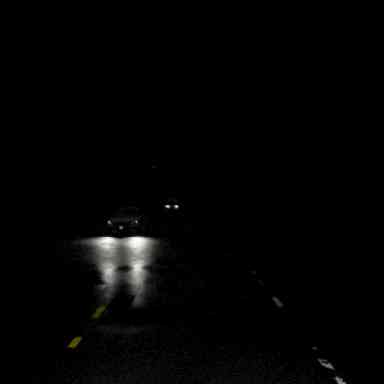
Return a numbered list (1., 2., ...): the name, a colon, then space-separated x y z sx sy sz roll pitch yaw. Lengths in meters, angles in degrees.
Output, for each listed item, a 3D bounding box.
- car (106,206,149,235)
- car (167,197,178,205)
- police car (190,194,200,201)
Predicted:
1. car: -3.599 1.544 19.226 1.812 1.442 4.674 0 0 0
2. car: -3.547 1.611 60.487 1.882 1.535 5.008 0 0 1
3. police car: 1.049 1.657 88.118 1.930 1.638 5.238 0 0 0
